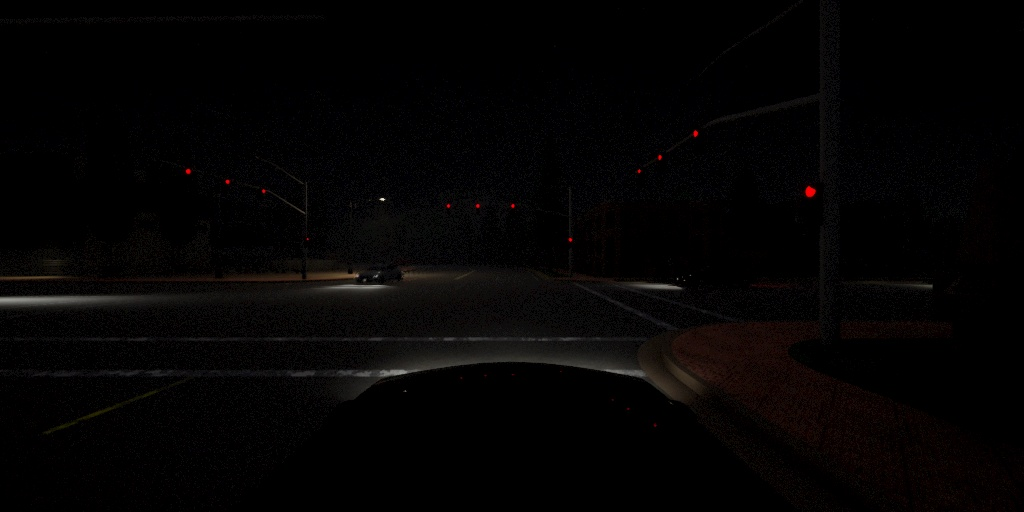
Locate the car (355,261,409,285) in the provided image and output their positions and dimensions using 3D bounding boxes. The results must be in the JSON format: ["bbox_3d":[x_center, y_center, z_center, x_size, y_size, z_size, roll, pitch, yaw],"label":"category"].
[{"bbox_3d":[-9.757,1.330,26.751,1.812,1.442,4.674,0,1,7],"label":"car"}]

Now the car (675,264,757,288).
[{"bbox_3d":[13.268,1.252,23.483,4.892,1.490,1.837,0,0,0],"label":"car"}]
